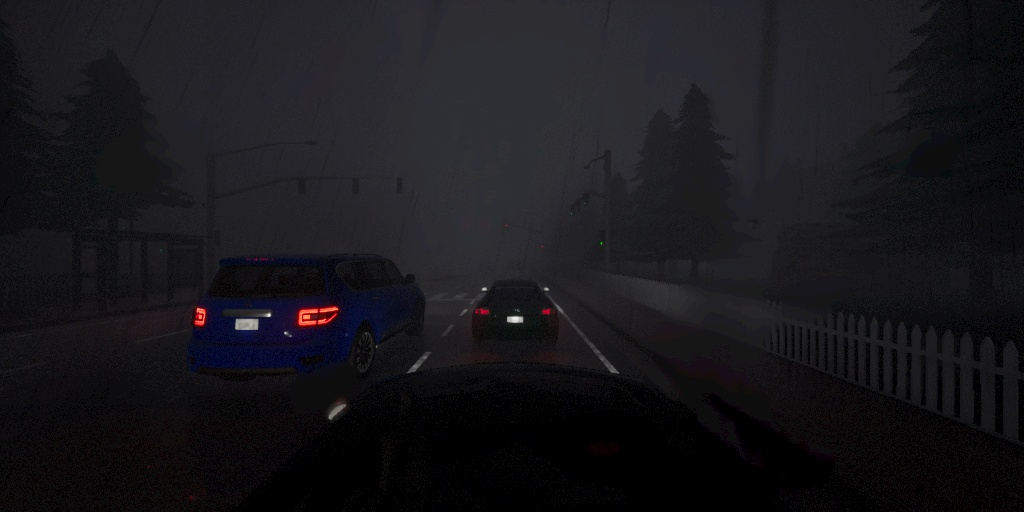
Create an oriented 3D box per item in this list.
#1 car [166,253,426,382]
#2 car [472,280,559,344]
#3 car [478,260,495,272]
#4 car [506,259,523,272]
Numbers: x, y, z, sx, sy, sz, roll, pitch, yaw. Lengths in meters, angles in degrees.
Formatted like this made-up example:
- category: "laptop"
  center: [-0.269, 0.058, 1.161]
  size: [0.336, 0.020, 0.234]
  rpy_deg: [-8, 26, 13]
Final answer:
- category: "car"
  center: [-3.404, 0.972, 7.312]
  size: [2.150, 2.045, 5.566]
  rpy_deg: [0, 0, 0]
- category: "car"
  center: [0.089, 1.314, 9.592]
  size: [1.994, 1.385, 4.181]
  rpy_deg: [0, 0, 1]
- category: "car"
  center: [-3.224, 1.242, 45.592]
  size: [2.128, 1.511, 4.902]
  rpy_deg: [0, 0, 1]
- category: "car"
  center: [0.278, 1.102, 45.679]
  size: [2.097, 1.767, 4.553]
  rpy_deg: [0, 0, 0]
